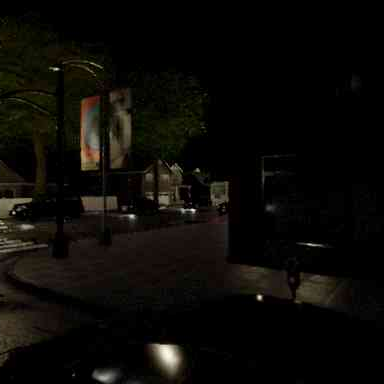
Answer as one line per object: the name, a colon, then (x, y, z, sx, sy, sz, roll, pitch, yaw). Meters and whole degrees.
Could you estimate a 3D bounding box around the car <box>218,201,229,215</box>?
car: (4.067, 1.379, 30.498, 1.812, 1.442, 4.674, 0, 0, 36)

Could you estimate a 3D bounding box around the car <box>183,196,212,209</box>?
car: (0.734, 1.323, 42.924, 1.837, 1.490, 4.892, 0, 0, 35)

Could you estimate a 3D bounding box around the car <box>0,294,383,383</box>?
car: (0.208, 1.567, 2.661, 4.313, 1.339, 1.947, 0, 0, 35)

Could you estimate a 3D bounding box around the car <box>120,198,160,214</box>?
car: (-5.310, 1.401, 34.475, 1.812, 1.442, 4.674, 0, 0, 36)

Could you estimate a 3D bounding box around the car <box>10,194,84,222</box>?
car: (-11.205, 1.154, 26.222, 2.150, 2.045, 5.566, 0, 0, 36)
